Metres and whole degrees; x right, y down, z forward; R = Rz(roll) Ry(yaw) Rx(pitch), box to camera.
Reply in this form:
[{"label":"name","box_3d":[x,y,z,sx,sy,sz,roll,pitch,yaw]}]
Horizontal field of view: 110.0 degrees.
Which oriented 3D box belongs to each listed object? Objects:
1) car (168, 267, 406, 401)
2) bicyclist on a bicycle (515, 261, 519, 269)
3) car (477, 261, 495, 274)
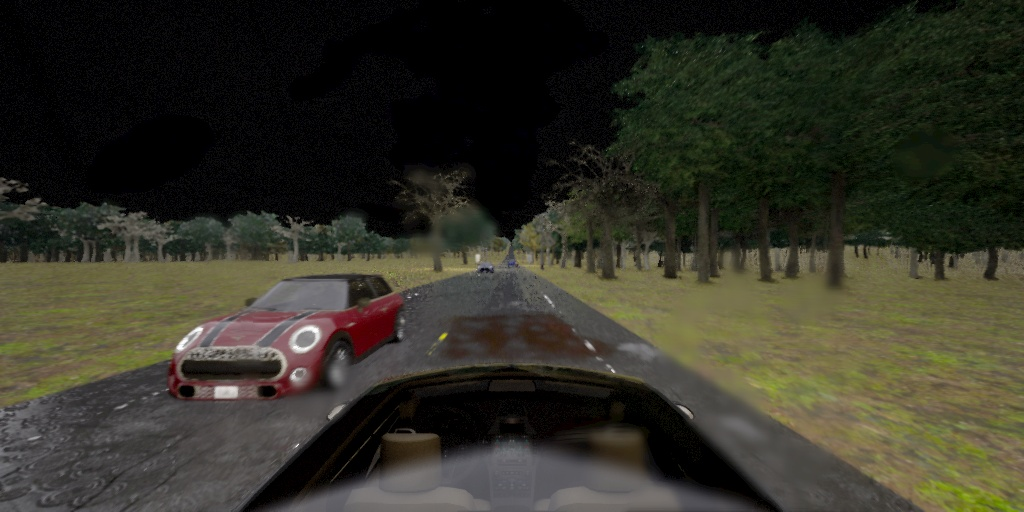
[{"label":"car","box_3d":[-3.597,1.136,6.765,2.097,1.767,4.553,0,0,0]},{"label":"bicyclist on a bicycle","box_3d":[0.969,1.752,65.444,0.582,1.620,1.656,0,-1,0]},{"label":"car","box_3d":[-3.536,1.485,49.244,2.097,1.767,4.553,0,-1,1]}]
